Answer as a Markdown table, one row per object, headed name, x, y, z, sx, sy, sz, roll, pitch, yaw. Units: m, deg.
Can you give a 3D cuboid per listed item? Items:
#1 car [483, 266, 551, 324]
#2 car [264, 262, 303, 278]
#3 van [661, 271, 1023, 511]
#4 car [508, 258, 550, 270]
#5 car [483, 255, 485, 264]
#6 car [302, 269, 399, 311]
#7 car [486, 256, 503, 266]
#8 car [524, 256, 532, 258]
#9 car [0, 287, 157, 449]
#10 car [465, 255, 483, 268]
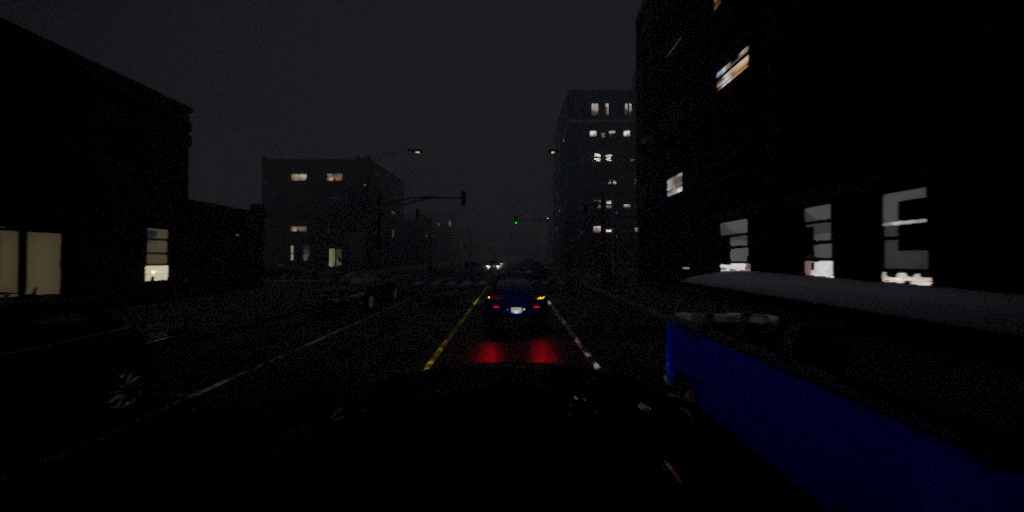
| name | x | y | z | sx | sy | sz | roll | pitch | yaw |
| --- | --- | --- | --- | --- | --- | --- | --- | --- | --- |
| car | 0.104 | 1.200 | 11.448 | 1.812 | 1.442 | 4.674 | 0 | 0 | 0 |
| car | -19.283 | 1.151 | 29.020 | 4.507 | 1.381 | 1.888 | 0 | 0 | 1 |
| van | 2.693 | 1.081 | 2.944 | 1.690 | 1.789 | 3.998 | 0 | 0 | 0 |
| car | 1.413 | 1.102 | 26.679 | 2.033 | 1.411 | 5.357 | 0 | 0 | 20 |
| car | -5.668 | 0.859 | 57.404 | 1.888 | 1.381 | 4.507 | 0 | 0 | 0 |
| car | -5.685 | 1.207 | 13.768 | 2.007 | 1.370 | 4.403 | 0 | 0 | 0 |
| car | -3.027 | 0.775 | 59.496 | 1.882 | 1.535 | 5.008 | 0 | 0 | 1 |
| car | 2.715 | 0.708 | 63.149 | 1.967 | 1.591 | 4.097 | 0 | 0 | 0 |
| car | -5.688 | 1.180 | 2.955 | 1.967 | 1.591 | 4.097 | 0 | 0 | 0 |
| car | -5.747 | 0.903 | 51.723 | 1.888 | 1.381 | 4.507 | 0 | 0 | 0 |
